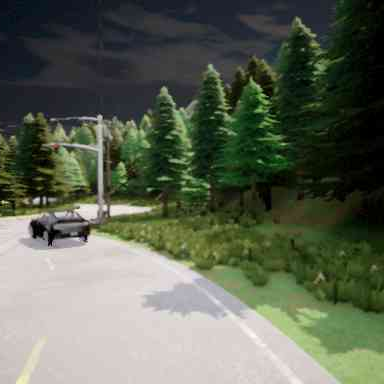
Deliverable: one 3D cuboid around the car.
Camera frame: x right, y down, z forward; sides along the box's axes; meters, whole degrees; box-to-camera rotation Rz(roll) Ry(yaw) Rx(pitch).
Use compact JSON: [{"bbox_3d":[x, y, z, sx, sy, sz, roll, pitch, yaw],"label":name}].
[{"bbox_3d":[-6.582,1.639,16.316,2.128,1.511,4.902,0,0,-38],"label":"car"}]
